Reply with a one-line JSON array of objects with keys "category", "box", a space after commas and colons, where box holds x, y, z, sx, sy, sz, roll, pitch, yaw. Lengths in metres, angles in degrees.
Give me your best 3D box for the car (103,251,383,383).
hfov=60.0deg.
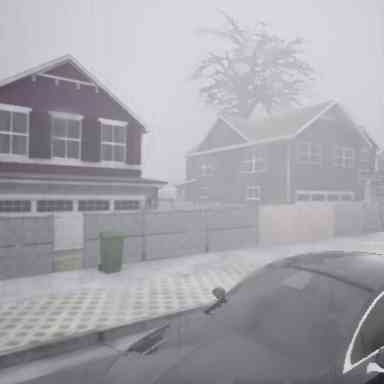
[{"category": "car", "box": [1.468, 1.497, 3.546, 4.892, 1.490, 1.837, 0, 0, -34]}]
